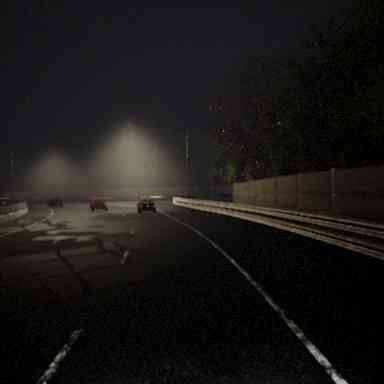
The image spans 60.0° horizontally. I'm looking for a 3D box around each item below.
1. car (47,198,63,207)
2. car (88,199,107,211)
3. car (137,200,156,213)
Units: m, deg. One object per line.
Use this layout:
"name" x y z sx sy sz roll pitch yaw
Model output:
"car" -23.366 1.831 56.615 1.812 1.442 4.674 -1 0 -33
"car" -12.068 1.641 42.441 1.812 1.442 4.674 -1 0 -23
"car" -5.016 1.534 36.612 2.033 1.411 5.357 -1 0 -11
